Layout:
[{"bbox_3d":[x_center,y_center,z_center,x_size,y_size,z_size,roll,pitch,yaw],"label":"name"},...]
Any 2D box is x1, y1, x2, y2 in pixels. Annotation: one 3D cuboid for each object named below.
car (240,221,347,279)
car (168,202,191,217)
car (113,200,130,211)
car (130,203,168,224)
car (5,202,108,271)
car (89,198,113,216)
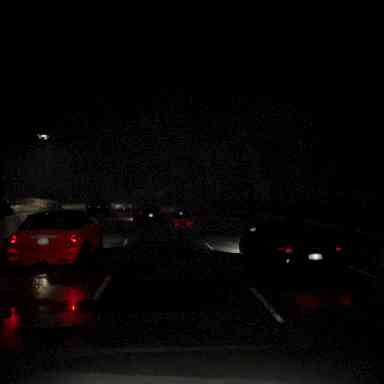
[{"bbox_3d":[2.832,1.569,10.180,1.994,1.385,4.181,0,0,-6],"label":"car"},{"bbox_3d":[-1.669,1.647,32.035,1.895,1.301,4.718,0,0,-17],"label":"car"},{"bbox_3d":[-8.892,1.679,41.285,1.895,1.301,4.718,0,0,-23],"label":"car"},{"bbox_3d":[-3.359,1.606,25.057,1.994,1.385,4.181,0,0,-14],"label":"car"},{"bbox_3d":[-4.313,1.379,11.215,2.097,1.767,4.553,0,0,-6],"label":"car"},{"bbox_3d":[-9.461,1.421,33.161,2.097,1.767,4.553,0,0,-19],"label":"car"}]
